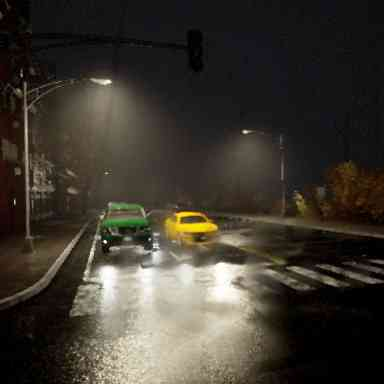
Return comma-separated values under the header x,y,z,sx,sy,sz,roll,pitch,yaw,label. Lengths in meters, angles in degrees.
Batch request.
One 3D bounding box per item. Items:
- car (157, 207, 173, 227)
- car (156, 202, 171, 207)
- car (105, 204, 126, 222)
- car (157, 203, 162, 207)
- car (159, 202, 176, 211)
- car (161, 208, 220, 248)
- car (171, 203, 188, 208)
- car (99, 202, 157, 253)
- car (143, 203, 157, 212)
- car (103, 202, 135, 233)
x,y,z,sx,sy,sz,roll,pitch,yaw,label
-2.429,2.131,26.074,1.895,1.301,4.718,-1,-1,-14,car
-5.045,2.314,49.938,2.097,1.767,4.553,-1,-1,-15,car
-8.346,2.202,35.999,2.097,1.767,4.553,-1,-1,-14,car
-4.939,2.239,35.803,2.128,1.511,4.902,-1,-1,-14,car
-4.553,2.607,61.029,2.128,1.511,4.902,-1,-1,-15,car
-0.091,1.808,17.036,1.882,1.535,5.008,-1,-1,-14,car
-1.931,2.432,50.872,2.033,1.411,5.357,-1,-1,-15,car
-3.243,1.633,16.283,2.150,2.045,5.566,-1,-1,-13,car
-7.600,2.712,59.807,1.812,1.442,4.674,-1,-1,-14,car
-5.851,1.855,26.310,2.150,2.045,5.566,-1,-1,-14,car
